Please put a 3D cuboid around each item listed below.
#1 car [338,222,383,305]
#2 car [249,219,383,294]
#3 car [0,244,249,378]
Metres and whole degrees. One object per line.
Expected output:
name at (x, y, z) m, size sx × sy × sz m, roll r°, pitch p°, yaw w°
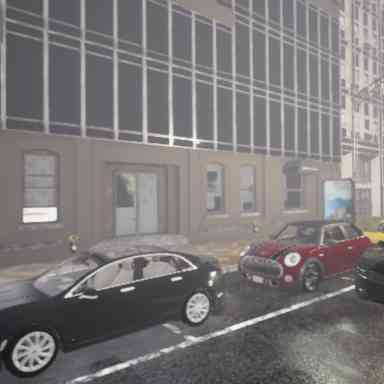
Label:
car at (5.526, 1.513, 7.388) m, size 5.008 × 1.535 × 1.882 m, roll 0°, pitch -1°, yaw -37°
car at (3.133, 1.510, 8.962) m, size 4.097 × 1.590 × 1.967 m, roll 0°, pitch -1°, yaw -37°
car at (-1.379, 1.623, 5.561) m, size 4.403 × 1.369 × 2.008 m, roll 0°, pitch -1°, yaw -37°
